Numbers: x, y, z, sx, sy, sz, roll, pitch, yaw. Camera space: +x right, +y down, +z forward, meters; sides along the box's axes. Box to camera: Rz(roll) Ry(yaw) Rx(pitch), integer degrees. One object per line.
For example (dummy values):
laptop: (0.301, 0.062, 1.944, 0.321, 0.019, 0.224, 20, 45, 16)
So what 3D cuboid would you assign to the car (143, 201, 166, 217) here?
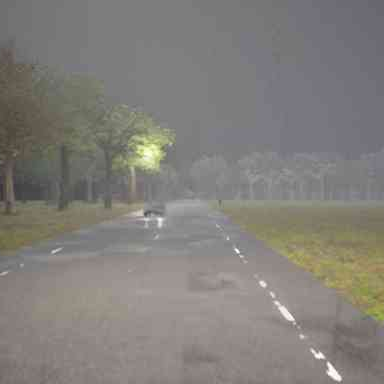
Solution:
car: (-3.514, 1.616, 32.227, 2.033, 1.411, 5.357, 0, 0, 0)
